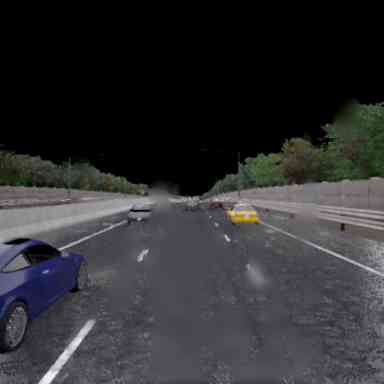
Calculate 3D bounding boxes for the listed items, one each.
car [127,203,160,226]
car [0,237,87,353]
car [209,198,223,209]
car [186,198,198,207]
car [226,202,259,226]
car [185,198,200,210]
[{"bbox_3d":[-3.409,1.562,23.927,2.128,1.511,4.902,0,0,0],"label":"car"},{"bbox_3d":[-3.403,1.554,6.048,1.812,1.442,4.674,0,0,0],"label":"car"},{"bbox_3d":[3.492,1.654,48.827,1.882,1.535,5.008,0,0,0],"label":"car"},{"bbox_3d":[-0.021,1.786,56.885,1.994,1.385,4.181,0,0,0],"label":"car"},{"bbox_3d":[3.558,1.527,24.042,1.801,1.575,5.366,0,0,0],"label":"car"},{"bbox_3d":[0.079,1.651,46.019,2.128,1.511,4.902,0,-1,1],"label":"car"}]
